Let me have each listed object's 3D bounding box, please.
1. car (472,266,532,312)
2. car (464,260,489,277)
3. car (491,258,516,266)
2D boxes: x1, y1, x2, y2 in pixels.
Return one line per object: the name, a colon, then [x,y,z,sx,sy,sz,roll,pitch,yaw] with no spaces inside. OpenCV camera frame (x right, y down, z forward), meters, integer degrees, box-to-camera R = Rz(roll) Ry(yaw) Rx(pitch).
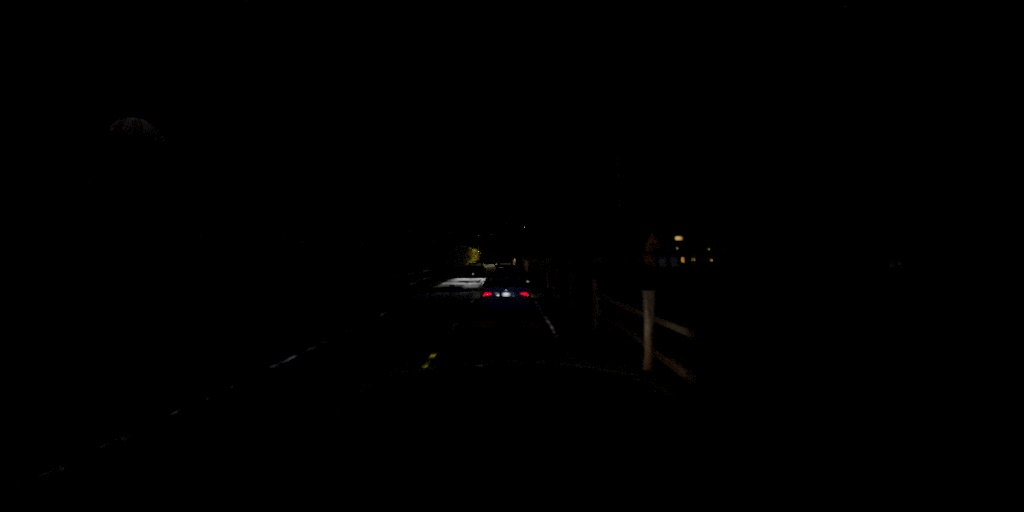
car: [-0.257,1.298,14.154,2.033,1.411,5.357,0,0,-1]
car: [-3.626,1.357,35.300,1.895,1.301,4.718,0,0,-1]
car: [-0.670,1.242,34.470,2.128,1.511,4.902,0,0,-1]
